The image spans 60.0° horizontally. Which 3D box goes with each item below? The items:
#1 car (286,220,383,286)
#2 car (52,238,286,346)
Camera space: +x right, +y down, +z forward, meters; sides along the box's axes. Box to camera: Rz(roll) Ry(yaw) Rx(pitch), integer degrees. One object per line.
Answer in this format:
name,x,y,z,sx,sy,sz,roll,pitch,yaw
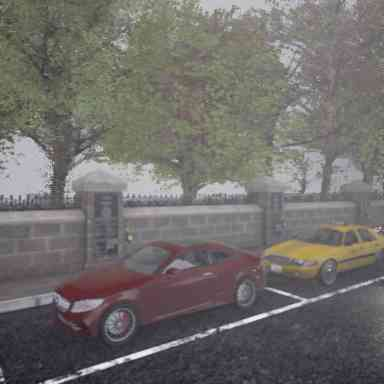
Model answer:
car,3.998,1.511,9.411,4.829,1.417,1.752,0,0,-36
car,-0.372,1.576,6.293,4.206,1.307,1.802,0,0,-36
